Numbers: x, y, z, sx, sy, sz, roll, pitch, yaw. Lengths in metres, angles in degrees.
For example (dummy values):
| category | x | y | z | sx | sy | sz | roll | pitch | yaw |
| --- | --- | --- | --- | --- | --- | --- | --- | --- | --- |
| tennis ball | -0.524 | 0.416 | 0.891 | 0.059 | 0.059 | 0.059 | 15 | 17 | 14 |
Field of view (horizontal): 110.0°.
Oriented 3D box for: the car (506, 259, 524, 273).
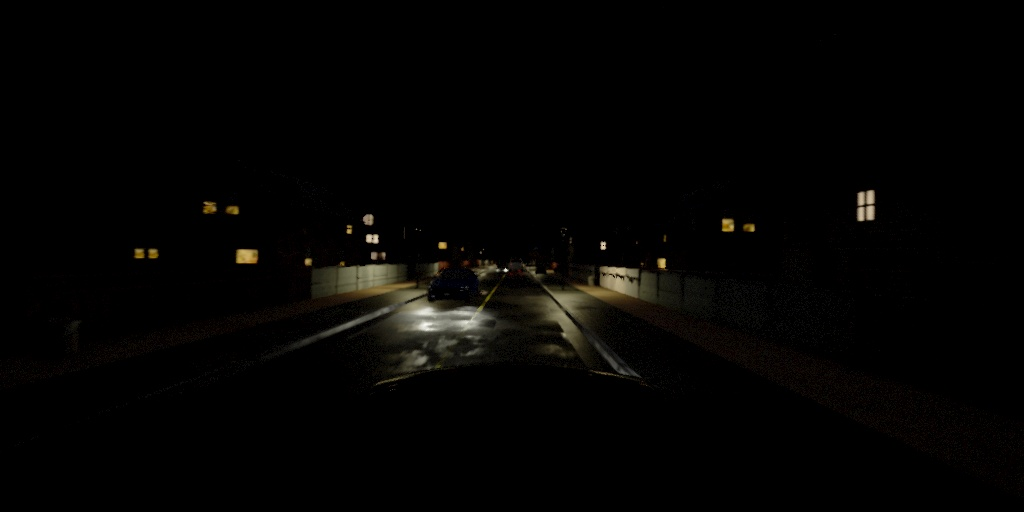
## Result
| category | x | y | z | sx | sy | sz | roll | pitch | yaw |
| --- | --- | --- | --- | --- | --- | --- | --- | --- | --- |
| car | 0.642 | 1.412 | 54.497 | 2.150 | 2.045 | 5.566 | 1 | 0 | 1 |

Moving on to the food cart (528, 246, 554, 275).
| category | x | y | z | sx | sy | sz | roll | pitch | yaw |
| --- | --- | --- | --- | --- | --- | --- | --- | --- | --- |
| food cart | 3.506 | 0.633 | 44.691 | 2.280 | 3.560 | 4.660 | 0 | 0 | 1 |

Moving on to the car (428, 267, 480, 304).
| category | x | y | z | sx | sy | sz | roll | pitch | yaw |
| --- | --- | --- | --- | --- | --- | --- | --- | --- | --- |
| car | -2.677 | 1.328 | 17.381 | 1.882 | 1.535 | 5.008 | 1 | 0 | 1 |
